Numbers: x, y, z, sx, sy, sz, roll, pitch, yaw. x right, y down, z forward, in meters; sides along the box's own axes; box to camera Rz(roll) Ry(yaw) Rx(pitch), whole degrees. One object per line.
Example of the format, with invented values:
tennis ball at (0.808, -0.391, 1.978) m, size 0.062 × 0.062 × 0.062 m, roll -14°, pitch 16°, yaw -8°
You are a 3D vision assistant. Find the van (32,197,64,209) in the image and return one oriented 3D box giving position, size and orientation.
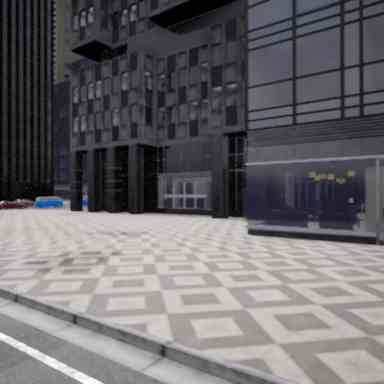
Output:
van at (-21.292, 1.605, 49.757) m, size 1.690 × 1.788 × 3.998 m, roll 0°, pitch 0°, yaw 36°

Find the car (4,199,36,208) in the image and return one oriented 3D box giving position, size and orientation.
car at (-28.227, 1.870, 54.714) m, size 1.802 × 1.307 × 4.206 m, roll 0°, pitch 0°, yaw 36°

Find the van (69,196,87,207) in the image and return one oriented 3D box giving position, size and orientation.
van at (-17.990, 1.605, 54.375) m, size 1.690 × 1.788 × 3.998 m, roll 0°, pitch 0°, yaw 36°

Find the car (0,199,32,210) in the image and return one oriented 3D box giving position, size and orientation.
car at (-24.594, 1.847, 45.138) m, size 1.802 × 1.307 × 4.206 m, roll 0°, pitch 0°, yaw 36°
